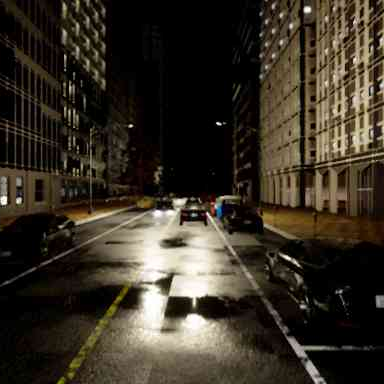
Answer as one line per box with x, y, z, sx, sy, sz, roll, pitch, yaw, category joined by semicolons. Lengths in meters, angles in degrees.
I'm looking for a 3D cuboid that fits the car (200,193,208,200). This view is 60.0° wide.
2.658;1.066;75.122;1.752;1.417;4.829;0;0;0;car

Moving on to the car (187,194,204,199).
0.081;1.306;41.722;2.033;1.411;5.357;0;0;0;car

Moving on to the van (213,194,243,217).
2.683;1.209;23.724;1.690;1.788;3.998;0;0;0;van

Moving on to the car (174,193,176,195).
-5.728;1.044;86.344;1.802;1.307;4.206;0;0;0;car

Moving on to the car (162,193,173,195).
-5.720;1.131;69.269;2.008;1.369;4.403;0;0;0;car

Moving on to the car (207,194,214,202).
2.680;1.275;29.415;1.967;1.590;4.097;0;0;0;car

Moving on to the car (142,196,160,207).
-5.709;1.279;46.500;2.008;1.369;4.403;0;0;0;car

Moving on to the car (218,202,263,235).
2.685;1.467;18.031;1.947;1.339;4.313;0;0;0;car

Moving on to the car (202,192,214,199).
2.670;1.007;52.183;2.192;1.841;5.009;0;0;0;car

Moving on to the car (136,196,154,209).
-5.707;1.290;40.636;1.752;1.417;4.829;0;0;0;car

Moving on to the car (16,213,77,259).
-5.694;1.498;12.344;1.947;1.339;4.313;0;0;0;car

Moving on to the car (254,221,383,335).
2.690;1.530;6.647;1.947;1.339;4.313;0;0;0;car

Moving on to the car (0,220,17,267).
-5.691;1.508;6.651;1.887;1.381;4.507;0;0;0;car

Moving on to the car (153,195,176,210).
-3.114;1.376;39.069;1.895;1.301;4.718;0;0;0;car

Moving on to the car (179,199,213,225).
0.090;1.421;22.783;2.033;1.411;5.357;0;0;0;car

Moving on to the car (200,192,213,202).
2.665;0.933;63.567;2.192;1.841;5.009;0;0;0;car
